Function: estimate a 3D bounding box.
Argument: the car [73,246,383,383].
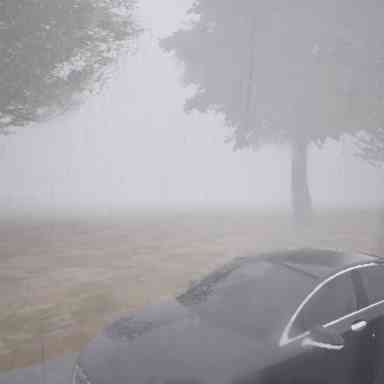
[{"bbox_3d":[1.162,1.492,3.940,4.892,1.490,1.837,0,0,-33],"label":"car"}]
